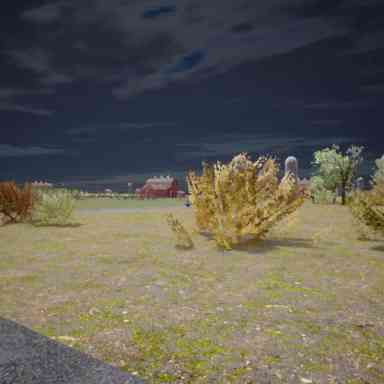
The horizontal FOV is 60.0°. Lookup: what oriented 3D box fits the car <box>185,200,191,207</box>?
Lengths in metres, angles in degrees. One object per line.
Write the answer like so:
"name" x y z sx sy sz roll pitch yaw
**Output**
"car" 0.701 2.067 62.467 1.837 1.490 4.892 -1 -1 36
